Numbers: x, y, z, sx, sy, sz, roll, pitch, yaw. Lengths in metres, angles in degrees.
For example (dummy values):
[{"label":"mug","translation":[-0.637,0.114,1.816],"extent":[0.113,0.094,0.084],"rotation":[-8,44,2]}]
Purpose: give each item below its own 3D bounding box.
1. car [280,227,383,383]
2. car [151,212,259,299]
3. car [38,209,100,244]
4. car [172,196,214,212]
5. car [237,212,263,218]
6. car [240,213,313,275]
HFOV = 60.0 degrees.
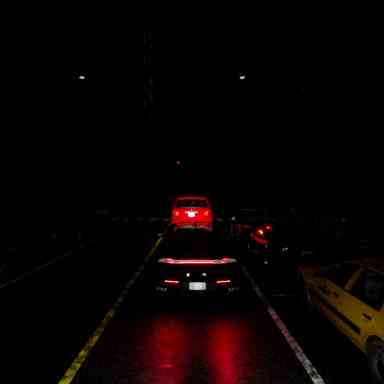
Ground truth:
[{"label":"car","translation":[2.864,1.524,4.857],"extent":[1.752,1.417,4.829],"rotation":[-1,0,0]},{"label":"car","translation":[0.096,1.489,8.445],"extent":[2.128,1.511,4.902],"rotation":[0,0,0]},{"label":"car","translation":[-5.684,1.539,15.853],"extent":[1.887,1.381,4.507],"rotation":[-1,0,0]},{"label":"car","translation":[0.062,1.215,18.793],"extent":[2.150,2.045,5.566],"rotation":[0,0,2]},{"label":"car","translation":[2.861,1.576,15.859],"extent":[1.802,1.307,4.206],"rotation":[-1,0,0]},{"label":"car","translation":[2.863,1.562,10.273],"extent":[1.947,1.339,4.313],"rotation":[-1,0,0]}]
